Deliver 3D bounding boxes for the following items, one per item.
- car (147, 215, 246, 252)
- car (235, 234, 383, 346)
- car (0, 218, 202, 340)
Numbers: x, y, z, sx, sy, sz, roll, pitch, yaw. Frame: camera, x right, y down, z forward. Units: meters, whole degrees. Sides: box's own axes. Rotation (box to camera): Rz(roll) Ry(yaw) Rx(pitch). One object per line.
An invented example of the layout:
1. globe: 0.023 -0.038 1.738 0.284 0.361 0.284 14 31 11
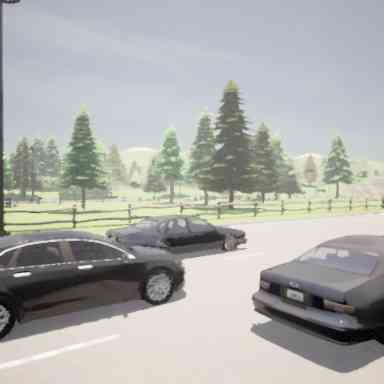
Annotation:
1. car: -0.447 1.538 12.033 5.357 1.411 2.033 0 0 -35
2. car: 3.539 1.538 6.277 5.357 1.411 2.033 0 0 -35
3. car: -2.367 1.504 6.404 4.892 1.490 1.837 0 0 -35
